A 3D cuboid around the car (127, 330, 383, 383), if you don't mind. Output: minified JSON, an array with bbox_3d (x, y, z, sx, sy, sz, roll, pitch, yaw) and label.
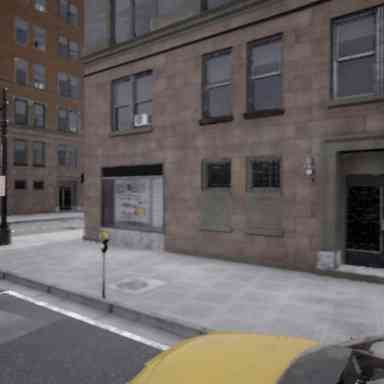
[{"bbox_3d":[1.579,1.527,1.952,4.829,1.417,1.752,0,0,36],"label":"car"}]
